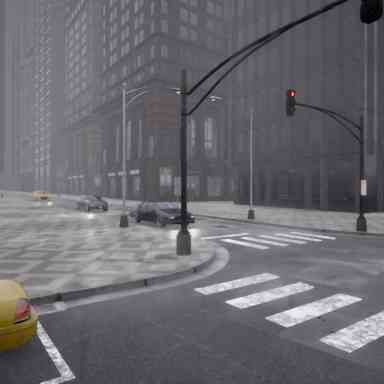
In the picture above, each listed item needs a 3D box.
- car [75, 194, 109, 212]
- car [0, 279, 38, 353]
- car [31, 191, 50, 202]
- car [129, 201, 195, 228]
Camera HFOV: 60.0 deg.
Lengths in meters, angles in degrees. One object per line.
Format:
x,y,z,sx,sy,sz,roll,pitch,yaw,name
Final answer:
-9.102,0.968,30.024,1.837,1.490,4.892,0,2,-36,car
-4.347,1.525,3.543,4.829,1.417,1.752,0,0,-36,car
-21.659,0.571,47.527,1.882,1.535,5.008,0,1,-36,car
-2.001,1.237,20.207,2.033,1.411,5.357,0,1,-36,car
